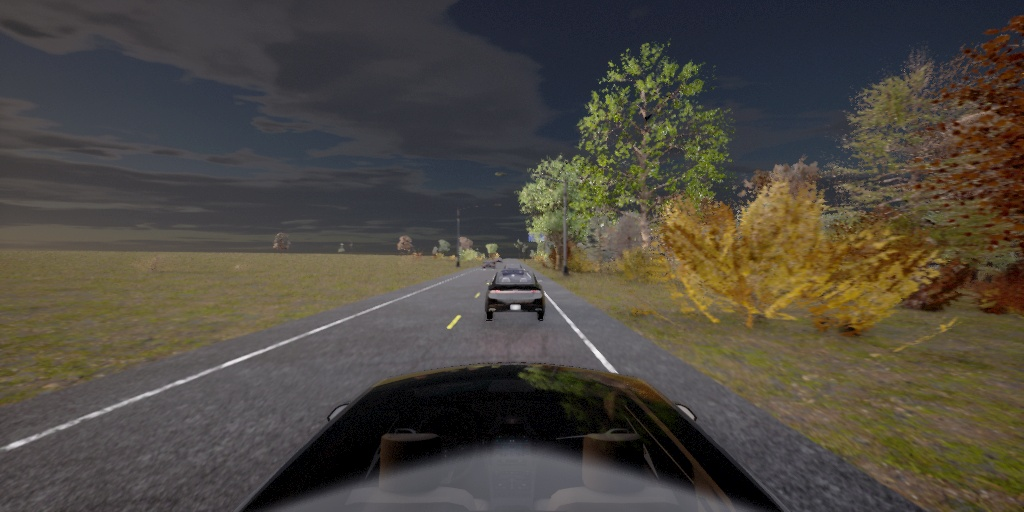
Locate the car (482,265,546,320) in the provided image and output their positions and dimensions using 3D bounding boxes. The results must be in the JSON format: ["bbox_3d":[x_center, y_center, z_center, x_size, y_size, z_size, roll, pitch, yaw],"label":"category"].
[{"bbox_3d":[0.098,1.243,12.588,2.128,1.511,4.902,0,0,0],"label":"car"}]

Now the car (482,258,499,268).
[{"bbox_3d":[-3.577,1.326,55.709,1.994,1.385,4.181,0,0,0],"label":"car"}]

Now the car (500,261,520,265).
[{"bbox_3d":[0.093,1.355,32.507,1.895,1.301,4.718,0,0,0],"label":"car"}]
